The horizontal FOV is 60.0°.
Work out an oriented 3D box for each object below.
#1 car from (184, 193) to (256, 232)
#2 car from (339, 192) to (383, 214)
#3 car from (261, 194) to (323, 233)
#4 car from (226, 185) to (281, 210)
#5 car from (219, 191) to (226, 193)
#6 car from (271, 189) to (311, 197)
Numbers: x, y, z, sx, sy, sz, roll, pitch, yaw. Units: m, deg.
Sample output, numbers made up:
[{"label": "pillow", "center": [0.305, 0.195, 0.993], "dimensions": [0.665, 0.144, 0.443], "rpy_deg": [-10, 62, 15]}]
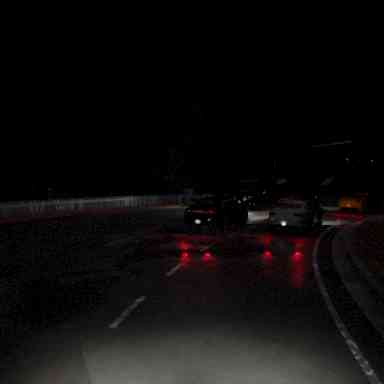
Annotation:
[{"label": "car", "center": [1.348, 1.024, 16.695], "dimensions": [2.128, 1.511, 4.902], "rpy_deg": [1, 2, 27]}, {"label": "car", "center": [13.242, 0.770, 25.671], "dimensions": [5.008, 1.535, 1.882], "rpy_deg": [-1, 2, -40]}, {"label": "car", "center": [5.137, 1.069, 16.405], "dimensions": [1.812, 1.442, 4.674], "rpy_deg": [1, 2, 30]}, {"label": "car", "center": [5.805, 0.424, 28.926], "dimensions": [5.566, 2.045, 2.150], "rpy_deg": [-1, 2, -44]}, {"label": "car", "center": [3.340, 0.650, 31.412], "dimensions": [4.892, 1.490, 1.837], "rpy_deg": [-1, 2, -44]}, {"label": "car", "center": [8.613, 0.748, 26.331], "dimensions": [1.882, 1.535, 5.008], "rpy_deg": [2, 2, 44]}]
